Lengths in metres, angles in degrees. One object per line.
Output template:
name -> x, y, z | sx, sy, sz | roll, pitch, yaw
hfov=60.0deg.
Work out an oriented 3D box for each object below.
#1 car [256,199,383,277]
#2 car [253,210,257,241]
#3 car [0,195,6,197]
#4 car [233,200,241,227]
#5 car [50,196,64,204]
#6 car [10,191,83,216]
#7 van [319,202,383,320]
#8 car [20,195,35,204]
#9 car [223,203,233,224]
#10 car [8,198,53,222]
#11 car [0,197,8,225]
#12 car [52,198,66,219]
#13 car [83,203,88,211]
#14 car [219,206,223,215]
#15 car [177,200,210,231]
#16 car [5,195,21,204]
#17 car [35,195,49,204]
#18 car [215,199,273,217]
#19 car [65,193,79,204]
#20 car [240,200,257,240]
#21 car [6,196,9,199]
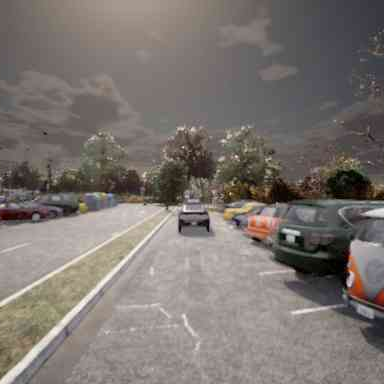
car -> 4.858, 1.238, 8.833 | 5.566, 2.045, 2.435 | 1, 0, -20
car -> 4.832, 1.530, 11.796 | 4.674, 1.452, 2.002 | 1, 0, -20
car -> -28.927, 1.197, 50.525 | 2.002, 1.452, 4.674 | 1, -1, -19
car -> 4.866, 1.367, 17.758 | 4.553, 1.767, 2.185 | 1, 0, -20
car -> -27.305, 1.678, 67.451 | 2.231, 1.521, 4.892 | 1, -3, -19
car -> -13.311, 1.218, 30.847 | 5.566, 2.045, 2.435 | -1, 0, -20
van -> 4.721, 1.260, 5.803 | 4.442, 1.987, 1.878 | 1, 0, -20
car -> -33.357, 1.554, 67.567 | 2.185, 1.767, 4.553 | 1, -3, -19
car -> 4.813, 1.522, 21.128 | 4.792, 1.488, 2.163 | 1, 0, -20
car -> -13.317, 1.478, 24.821 | 5.008, 1.535, 2.097 | -1, 0, -20
car -> -13.308, 1.349, 18.803 | 4.553, 1.767, 2.185 | -1, 0, -20
car -> -13.299, 1.516, 27.846 | 4.674, 1.452, 2.002 | -1, 0, -20
car -> -13.445, 1.456, 33.822 | 5.366, 1.575, 1.946 | -1, 1, -20
car -> 5.016, 1.494, 24.603 | 5.366, 1.575, 1.946 | 1, 0, -20
car -> 0.108, 1.501, 20.497 | 2.128, 1.511, 4.902 | 0, 0, 0
car -> -36.384, 1.554, 67.605 | 2.185, 1.767, 4.553 | 1, -3, -19
car -> -30.320, 1.550, 67.463 | 2.185, 1.767, 4.553 | 1, -3, -19
car -> 4.859, 1.497, 31.322 | 4.892, 1.521, 2.231 | 1, 0, -20
car -> -24.301, 1.425, 67.434 | 2.435, 2.045, 5.566 | 1, -3, -19
car -> 4.802, 1.365, 14.768 | 4.553, 1.767, 2.185 | 1, 0, -20
car -> -25.952, 0.904, 50.465 | 2.435, 2.045, 5.566 | 1, -1, -19
